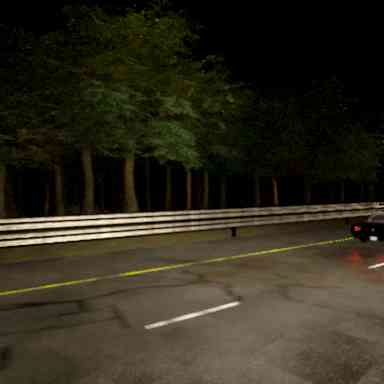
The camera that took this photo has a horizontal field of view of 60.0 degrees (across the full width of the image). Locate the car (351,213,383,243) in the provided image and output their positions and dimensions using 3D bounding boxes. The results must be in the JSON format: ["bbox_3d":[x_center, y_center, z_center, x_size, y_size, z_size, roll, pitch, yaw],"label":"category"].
[{"bbox_3d":[9.029,1.548,14.499,4.718,1.301,1.895,0,0,-35],"label":"car"}]
